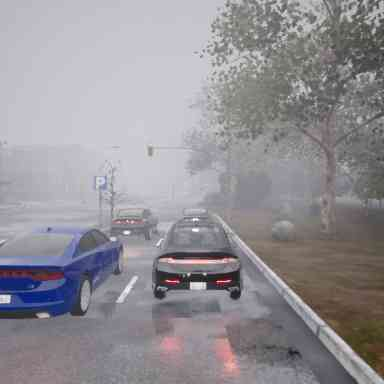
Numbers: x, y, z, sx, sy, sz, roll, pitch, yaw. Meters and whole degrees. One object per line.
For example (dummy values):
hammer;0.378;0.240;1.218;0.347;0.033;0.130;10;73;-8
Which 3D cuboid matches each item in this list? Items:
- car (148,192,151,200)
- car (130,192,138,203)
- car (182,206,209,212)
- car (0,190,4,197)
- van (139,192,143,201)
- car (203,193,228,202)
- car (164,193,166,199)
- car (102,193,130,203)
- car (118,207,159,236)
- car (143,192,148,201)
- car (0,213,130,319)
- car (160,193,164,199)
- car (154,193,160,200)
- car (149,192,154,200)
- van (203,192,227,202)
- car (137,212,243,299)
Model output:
car;-12.606;1.359;76.733;4.674;1.452;2.002;-1;0;-13
car;-13.771;1.315;64.775;5.366;1.575;1.946;-1;0;-15
car;0.180;1.530;17.906;1.837;1.490;4.892;0;0;0
car;-31.142;0.137;52.658;2.002;1.452;4.674;6;-3;-19
van;-13.210;1.093;70.767;4.442;1.987;1.878;-1;0;-14
car;4.696;1.141;67.339;4.553;1.767;2.185;1;0;-14
car;-10.540;1.316;91.700;5.008;1.535;2.097;-1;0;-12
car;-14.417;1.358;61.783;4.792;1.488;2.163;-1;0;-15
car;-2.830;1.530;16.991;1.837;1.490;4.892;0;0;1
car;-12.980;1.321;73.738;4.892;1.521;2.231;-1;0;-14
car;-2.888;1.487;7.560;1.882;1.535;5.008;0;0;0
car;-10.964;1.065;88.722;5.566;2.045;2.435;-1;0;-12
car;-11.415;1.357;85.716;4.674;1.452;2.002;-1;0;-12
car;-12.233;1.359;79.734;4.674;1.452;2.002;-1;0;-13
van;4.311;1.042;64.369;4.442;1.987;1.878;1;0;-14
car;0.115;1.503;8.494;2.128;1.511;4.902;0;0;0
